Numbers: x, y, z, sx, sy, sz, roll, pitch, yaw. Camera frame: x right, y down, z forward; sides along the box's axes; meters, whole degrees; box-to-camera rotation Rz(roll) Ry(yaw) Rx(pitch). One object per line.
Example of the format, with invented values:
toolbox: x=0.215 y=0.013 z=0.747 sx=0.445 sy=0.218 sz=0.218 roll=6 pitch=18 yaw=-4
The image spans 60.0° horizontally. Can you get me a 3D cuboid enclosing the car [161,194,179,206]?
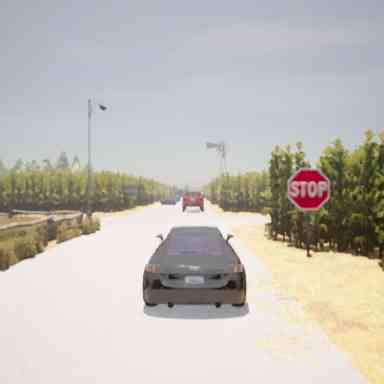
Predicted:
car: x=-3.166 y=1.129 z=45.896 sx=1.994 sy=1.385 sz=4.181 roll=0 pitch=1 yaw=0

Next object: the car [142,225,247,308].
car: x=0.067 y=1.461 z=7.758 sx=1.994 sy=1.385 sz=4.181 roll=0 pitch=1 yaw=1

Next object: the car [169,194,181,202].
car: x=-3.122 y=1.086 z=61.331 sx=1.837 sy=1.490 sz=4.892 roll=0 pitch=-1 yaw=1

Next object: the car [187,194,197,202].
car: x=0.028 y=1.137 z=68.162 sx=1.882 sy=1.535 sz=5.008 roll=0 pitch=0 yaw=0

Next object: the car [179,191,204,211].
car: x=0.109 y=0.887 z=34.952 sx=2.150 sy=2.045 sz=5.566 roll=0 pitch=0 yaw=0
